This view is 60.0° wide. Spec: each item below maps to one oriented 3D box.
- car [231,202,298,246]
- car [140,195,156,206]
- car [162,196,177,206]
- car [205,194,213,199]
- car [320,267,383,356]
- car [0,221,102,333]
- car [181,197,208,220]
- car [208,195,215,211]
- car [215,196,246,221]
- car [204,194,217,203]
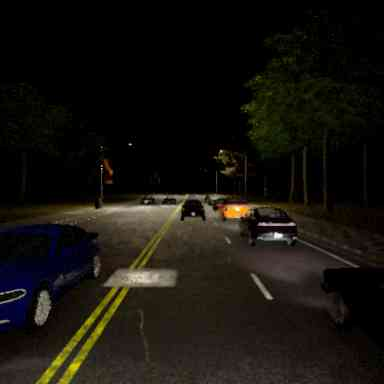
[{"bbox_3d":[3.245,1.429,14.918,2.128,1.511,4.902,0,0,0],"label":"car"},{"bbox_3d":[-6.580,1.231,50.176,2.128,1.511,4.902,0,0,0],"label":"car"},{"bbox_3d":[-3.333,1.306,49.787,1.994,1.385,4.181,0,0,0],"label":"car"},{"bbox_3d":[3.237,1.300,47.917,2.033,1.411,5.357,0,0,0],"label":"car"},{"bbox_3d":[3.248,1.584,3.949,1.895,1.301,4.718,0,0,0],"label":"car"},{"bbox_3d":[-3.353,1.448,7.026,1.882,1.535,5.008,0,0,0],"label":"car"},{"bbox_3d":[0.093,1.407,26.568,1.812,1.442,4.674,0,0,0],"label":"car"},{"bbox_3d":[3.240,1.368,36.917,2.033,1.411,5.357,0,0,0],"label":"car"},{"bbox_3d":[3.243,1.237,25.887,2.097,1.767,4.553,0,0,0],"label":"car"},{"bbox_3d":[3.235,1.176,58.916,2.128,1.511,4.902,0,0,0],"label":"car"}]
